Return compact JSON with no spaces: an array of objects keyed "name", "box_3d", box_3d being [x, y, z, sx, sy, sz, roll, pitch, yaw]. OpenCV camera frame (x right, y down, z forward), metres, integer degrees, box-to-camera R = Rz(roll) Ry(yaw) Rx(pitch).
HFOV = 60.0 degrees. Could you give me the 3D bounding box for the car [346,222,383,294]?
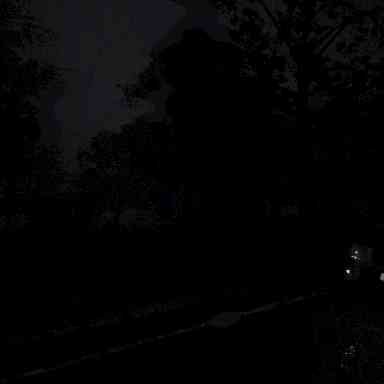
[{"name":"car","box_3d":[6.022,1.334,7.983,5.566,2.045,2.150,1,-1,-36]}]
